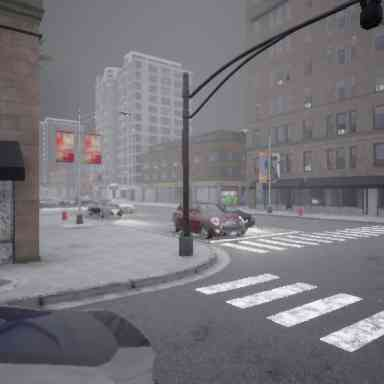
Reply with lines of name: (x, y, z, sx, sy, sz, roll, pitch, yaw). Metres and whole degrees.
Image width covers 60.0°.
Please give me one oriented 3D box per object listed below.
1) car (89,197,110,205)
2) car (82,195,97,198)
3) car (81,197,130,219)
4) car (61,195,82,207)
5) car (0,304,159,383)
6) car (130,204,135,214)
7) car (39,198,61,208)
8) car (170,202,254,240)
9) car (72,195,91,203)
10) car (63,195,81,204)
car: (-16.184, 1.507, 57.994, 1.895, 1.301, 4.718, 0, 0, -36)
car: (-16.077, 1.269, 52.297, 2.097, 1.767, 4.553, 0, 0, -36)
car: (-7.698, 1.452, 29.246, 2.128, 1.511, 4.902, 0, 0, -36)
car: (-18.806, 1.436, 50.351, 2.128, 1.511, 4.902, 0, 0, -36)
car: (-2.435, 1.492, 1.502, 4.902, 1.511, 2.128, 0, 0, -35)
car: (-7.621, 1.476, 34.716, 1.812, 1.442, 4.674, 0, 0, -36)
car: (-20.648, 1.529, 47.331, 1.895, 1.301, 4.718, 0, 0, -35)
car: (0.728, 1.336, 17.276, 2.097, 1.767, 4.553, 0, 0, -33)
car: (-22.086, 1.436, 66.170, 2.033, 1.411, 5.357, 0, 0, -36)
car: (-21.750, 1.407, 60.159, 1.837, 1.490, 4.892, 0, 0, -36)
